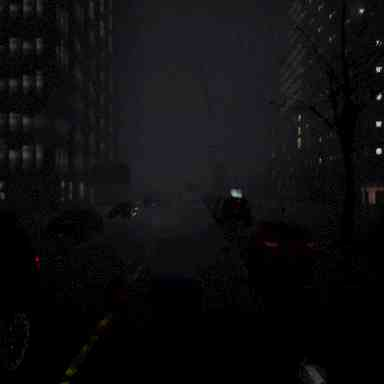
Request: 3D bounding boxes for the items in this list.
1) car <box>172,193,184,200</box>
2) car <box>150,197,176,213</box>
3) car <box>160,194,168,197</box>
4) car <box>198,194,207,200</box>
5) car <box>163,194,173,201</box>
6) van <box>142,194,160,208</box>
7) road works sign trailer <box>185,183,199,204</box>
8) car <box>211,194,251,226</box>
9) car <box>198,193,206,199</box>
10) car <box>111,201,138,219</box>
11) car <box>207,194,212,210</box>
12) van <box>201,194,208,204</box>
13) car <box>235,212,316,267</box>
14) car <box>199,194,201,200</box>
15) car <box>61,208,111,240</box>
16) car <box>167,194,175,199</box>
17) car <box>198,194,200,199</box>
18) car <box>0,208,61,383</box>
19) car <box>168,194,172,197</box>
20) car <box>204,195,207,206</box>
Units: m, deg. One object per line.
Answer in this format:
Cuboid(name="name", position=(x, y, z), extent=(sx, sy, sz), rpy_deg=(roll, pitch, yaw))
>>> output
Cuboid(name="car", position=(-2.988, 1.064, 77.530), extent=(1.837, 1.490, 4.892), rpy_deg=(0, 0, 0))
Cuboid(name="car", position=(-3.092, 1.486, 36.167), extent=(1.895, 1.301, 4.718), rpy_deg=(0, 0, 0))
Cuboid(name="car", position=(-5.676, 1.388, 56.475), extent=(1.947, 1.339, 4.313), rpy_deg=(0, 0, 0))
Cuboid(name="car", position=(2.709, 1.289, 84.897), extent=(2.008, 1.369, 4.403), rpy_deg=(0, 0, 0))
Cuboid(name="car", position=(-5.671, 1.194, 79.231), extent=(1.967, 1.590, 4.097), rpy_deg=(0, 0, 0))
Cuboid(name="van", position=(-5.676, 1.198, 45.095), extent=(1.690, 1.788, 3.998), rpy_deg=(0, 0, 0))
Cuboid(name="road works sign trailer", position=(0.033, 0.284, 57.413), extent=(2.380, 3.560, 2.880), rpy_deg=(0, 0, 0))
Cuboid(name="car", position=(2.701, 1.244, 22.318), extent=(2.192, 1.841, 5.009), rpy_deg=(0, 0, 0))
Cuboid(name="car", position=(2.710, 1.162, 90.585), extent=(1.967, 1.590, 4.097), rpy_deg=(0, 0, 0))
Cuboid(name="car", position=(-5.681, 1.476, 28.029), extent=(1.947, 1.339, 4.313), rpy_deg=(0, 0, 0))
Cuboid(name="car", position=(2.702, 1.226, 28.007), extent=(2.192, 1.841, 5.009), rpy_deg=(0, 0, 0))
Cuboid(name="van", position=(2.706, 1.181, 50.763), extent=(1.690, 1.788, 3.998), rpy_deg=(0, 0, 0))
Cuboid(name="car", position=(2.697, 1.547, 10.941), extent=(1.802, 1.307, 4.206), rpy_deg=(0, 0, 0))
Cuboid(name="car", position=(2.705, 1.373, 56.452), extent=(2.008, 1.369, 4.403), rpy_deg=(0, 0, 0))
Cuboid(name="car", position=(-5.683, 1.512, 16.650), extent=(1.947, 1.339, 4.313), rpy_deg=(0, 0, 0))
Cuboid(name="car", position=(-5.671, 1.272, 90.609), extent=(2.008, 1.369, 4.403), rpy_deg=(0, 0, 0))
Cuboid(name="car", position=(2.706, 1.339, 67.830), extent=(2.008, 1.369, 4.403), rpy_deg=(0, 0, 0))
Cuboid(name="car", position=(-3.105, 1.213, 2.426), extent=(2.150, 2.045, 5.566), rpy_deg=(0, 0, -2))
Cuboid(name="car", position=(-5.674, 1.338, 67.852), extent=(2.008, 1.369, 4.403), rpy_deg=(0, 0, 0))
Cuboid(name="car", position=(2.702, 1.400, 39.555), extent=(1.752, 1.417, 4.829), rpy_deg=(0, 0, 0))
